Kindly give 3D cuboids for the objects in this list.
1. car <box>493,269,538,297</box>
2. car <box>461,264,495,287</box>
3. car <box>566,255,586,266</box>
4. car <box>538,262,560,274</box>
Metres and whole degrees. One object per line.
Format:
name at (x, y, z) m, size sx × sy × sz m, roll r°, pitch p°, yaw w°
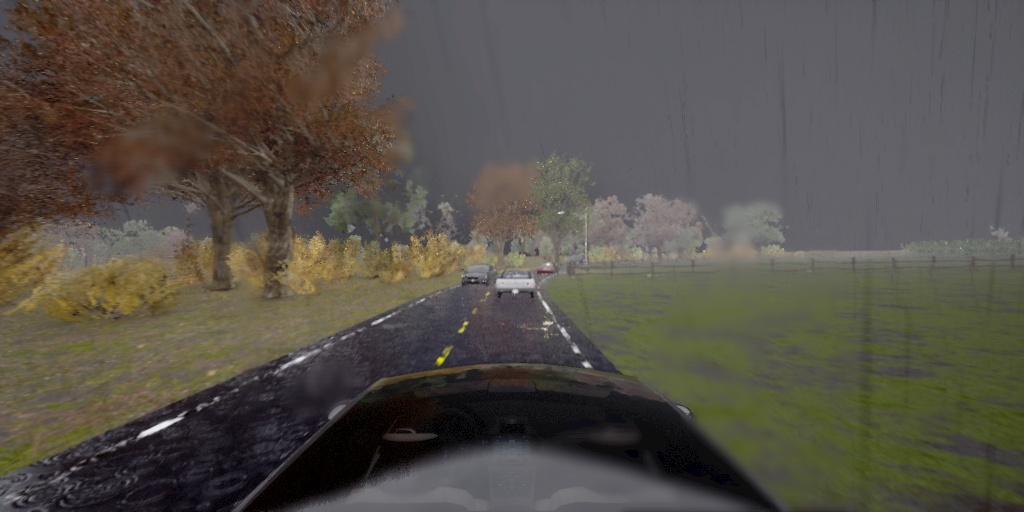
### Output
car at (0.268, 1.389, 19.168) m, size 1.895 × 1.301 × 4.718 m, roll 0°, pitch 0°, yaw 3°
car at (-2.182, 1.297, 24.939) m, size 1.837 × 1.490 × 4.892 m, roll 0°, pitch 0°, yaw 7°
car at (11.475, 0.809, 63.458) m, size 2.150 × 2.045 × 5.566 m, roll 1°, pitch 1°, yaw 33°
car at (4.248, 1.360, 41.288) m, size 1.994 × 1.385 × 4.181 m, roll 0°, pitch 0°, yaw 17°
